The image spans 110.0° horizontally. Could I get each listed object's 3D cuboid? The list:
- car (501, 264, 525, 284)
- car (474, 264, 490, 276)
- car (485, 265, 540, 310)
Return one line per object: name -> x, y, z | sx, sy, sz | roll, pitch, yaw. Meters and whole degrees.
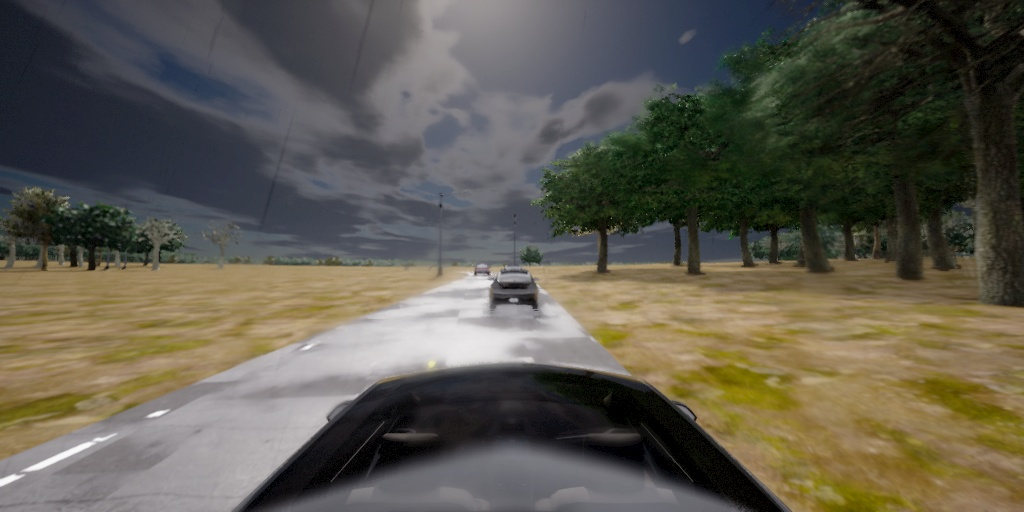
car -> 0.099, 1.460, 30.153 | 1.837, 1.490, 4.892 | 0, -1, 0
car -> -3.609, 1.680, 43.912 | 1.812, 1.442, 4.674 | 1, -1, -6
car -> 0.090, 1.307, 14.901 | 1.837, 1.490, 4.892 | 0, 0, 0
